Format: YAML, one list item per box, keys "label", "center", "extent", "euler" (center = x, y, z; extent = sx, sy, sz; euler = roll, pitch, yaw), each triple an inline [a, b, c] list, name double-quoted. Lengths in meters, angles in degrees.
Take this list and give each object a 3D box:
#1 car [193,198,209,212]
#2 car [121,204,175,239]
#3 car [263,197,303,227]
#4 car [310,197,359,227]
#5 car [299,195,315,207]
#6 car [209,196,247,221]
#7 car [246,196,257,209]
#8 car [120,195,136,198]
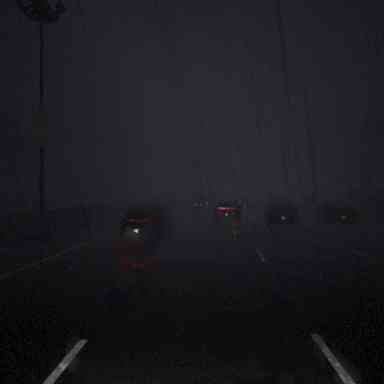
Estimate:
- label: "car"
  center: [1.578, 1.310, 35.284]
  extent: [2.033, 1.411, 5.357]
  euler: [0, 0, 15]
- label: "car"
  center: [-2.095, 1.392, 16.772]
  extent: [1.837, 1.490, 4.892]
  euler: [0, 0, 7]
- label: "car"
  center: [5.718, 1.331, 21.632]
  extent: [1.882, 1.535, 5.008]
  euler: [0, 0, 10]
- label: "car"
  center: [9.308, 1.330, 21.816]
  extent: [1.882, 1.535, 5.008]
  euler: [0, 0, 10]
- label: "car"
  center: [13.672, 1.090, 38.958]
  extent: [2.097, 1.767, 4.553]
  euler: [0, 0, 19]
- label: "car"
  center: [2.845, 1.321, 25.200]
  extent: [2.128, 1.511, 4.902]
  euler: [0, 0, 11]
- label: "car"
  center: [6.649, 1.257, 39.984]
  extent: [1.812, 1.442, 4.674]
  euler: [0, 0, 17]
- label: "car"
  center: [-10.886, 0.818, 54.131]
  extent: [2.128, 1.511, 4.902]
  euler: [0, 0, 21]
